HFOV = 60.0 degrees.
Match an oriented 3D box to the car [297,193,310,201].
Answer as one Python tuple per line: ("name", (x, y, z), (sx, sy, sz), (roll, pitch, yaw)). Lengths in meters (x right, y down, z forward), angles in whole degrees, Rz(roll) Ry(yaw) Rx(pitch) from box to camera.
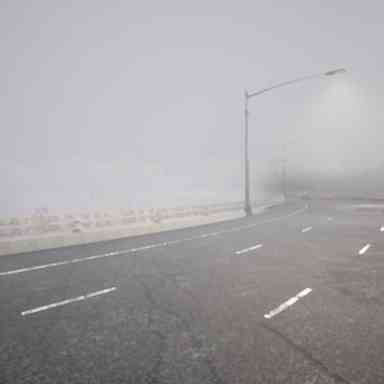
("car", (21.860, 0.882, 65.145), (1.837, 1.490, 4.892), (0, 0, 8))

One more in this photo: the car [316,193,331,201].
("car", (25.161, 0.921, 63.599), (1.994, 1.385, 4.181), (0, 0, 9))
